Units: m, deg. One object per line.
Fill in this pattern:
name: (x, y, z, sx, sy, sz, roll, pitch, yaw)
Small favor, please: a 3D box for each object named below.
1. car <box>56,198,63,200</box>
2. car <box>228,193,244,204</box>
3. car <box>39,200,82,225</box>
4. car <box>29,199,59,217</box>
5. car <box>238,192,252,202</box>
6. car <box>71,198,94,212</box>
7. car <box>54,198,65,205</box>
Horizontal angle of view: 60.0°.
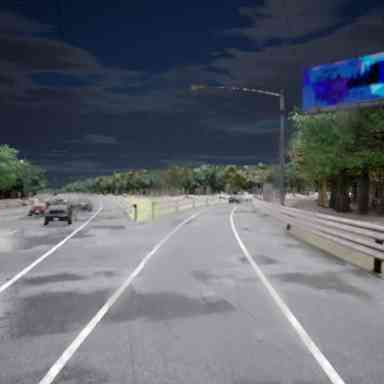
car: (-25.886, 1.968, 62.203, 1.994, 1.385, 4.181, 0, -1, -15)
car: (8.120, 1.457, 63.005, 1.837, 1.490, 4.892, 0, 0, 18)
car: (-9.723, 1.611, 24.960, 1.837, 1.490, 4.892, 0, 0, -12)
car: (-15.170, 1.695, 33.820, 1.812, 1.442, 4.674, 0, -1, -13)
car: (11.442, 1.025, 72.643, 2.150, 2.045, 5.566, 0, 1, 24)
car: (-13.656, 1.585, 42.300, 2.097, 1.767, 4.553, 0, 0, -13)
car: (-28.345, 2.001, 71.225, 1.837, 1.490, 4.892, 0, -1, -16)
